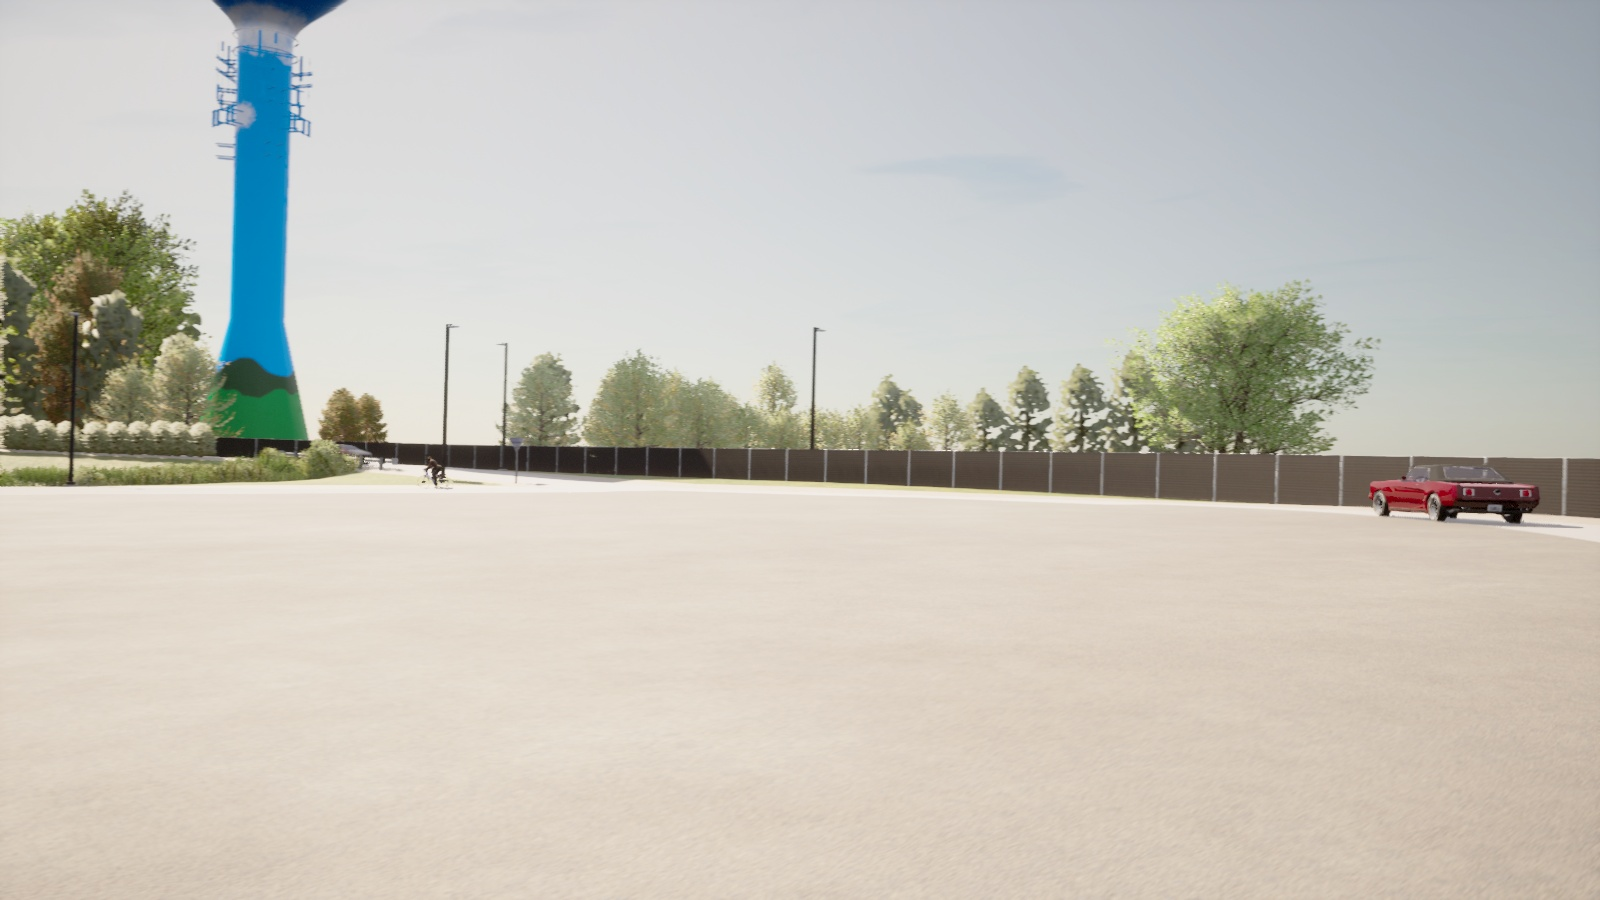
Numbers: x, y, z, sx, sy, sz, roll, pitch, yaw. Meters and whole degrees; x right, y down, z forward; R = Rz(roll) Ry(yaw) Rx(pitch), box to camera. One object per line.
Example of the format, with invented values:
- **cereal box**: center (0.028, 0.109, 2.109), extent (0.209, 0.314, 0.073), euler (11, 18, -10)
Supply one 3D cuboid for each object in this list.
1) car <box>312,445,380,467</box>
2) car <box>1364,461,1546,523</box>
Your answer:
- **car**: center (-31.860, 0.436, 88.122), extent (4.181, 1.385, 1.994), euler (2, 0, 23)
- **car**: center (15.059, 0.929, 29.218), extent (1.895, 1.301, 4.718), euler (1, -1, 2)
